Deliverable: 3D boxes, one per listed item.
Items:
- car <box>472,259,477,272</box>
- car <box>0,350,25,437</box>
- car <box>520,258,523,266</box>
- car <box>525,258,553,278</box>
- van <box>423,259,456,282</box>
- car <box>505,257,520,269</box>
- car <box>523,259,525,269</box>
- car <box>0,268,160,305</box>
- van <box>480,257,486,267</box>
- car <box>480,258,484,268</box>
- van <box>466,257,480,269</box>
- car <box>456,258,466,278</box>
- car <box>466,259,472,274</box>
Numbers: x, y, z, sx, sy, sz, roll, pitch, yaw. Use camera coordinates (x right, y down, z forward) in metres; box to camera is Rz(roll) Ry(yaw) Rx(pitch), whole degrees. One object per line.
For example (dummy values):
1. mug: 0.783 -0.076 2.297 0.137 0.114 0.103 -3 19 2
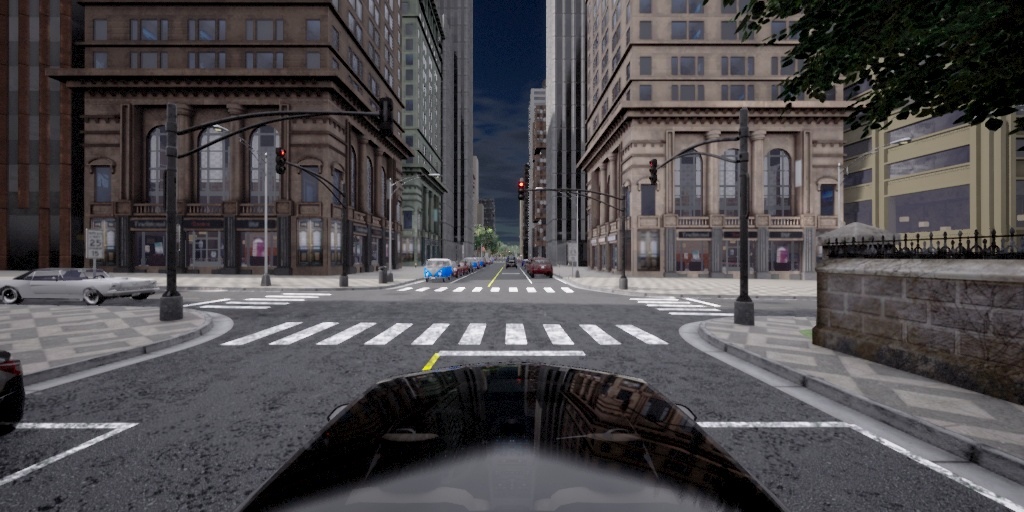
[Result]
1. car: -5.845 1.347 44.766 1.948 1.339 4.313 0 0 0
2. car: -5.762 1.316 1.786 1.948 1.339 4.313 0 0 0
3. car: 2.660 1.347 55.672 2.007 1.370 4.403 0 0 0
4. car: 2.701 1.082 33.909 2.192 1.841 5.009 0 0 0
5. van: -5.814 1.102 28.443 1.690 1.789 3.998 0 0 0
6. car: -0.058 1.307 59.099 1.837 1.490 4.892 0 0 1
7. car: 2.691 1.088 39.350 2.192 1.841 5.009 0 0 0
8. car: -16.564 1.118 13.688 4.718 1.301 1.895 1 0 0
9. van: -5.876 1.145 61.090 1.690 1.789 3.998 0 0 0
10. car: -5.866 1.342 55.649 1.888 1.381 4.507 0 0 0
11. van: -5.855 1.130 50.207 1.690 1.789 3.998 0 0 0
12. car: -5.824 1.207 33.884 1.967 1.591 4.097 0 0 0
13. car: -5.834 1.319 39.324 1.888 1.381 4.507 0 0 0
